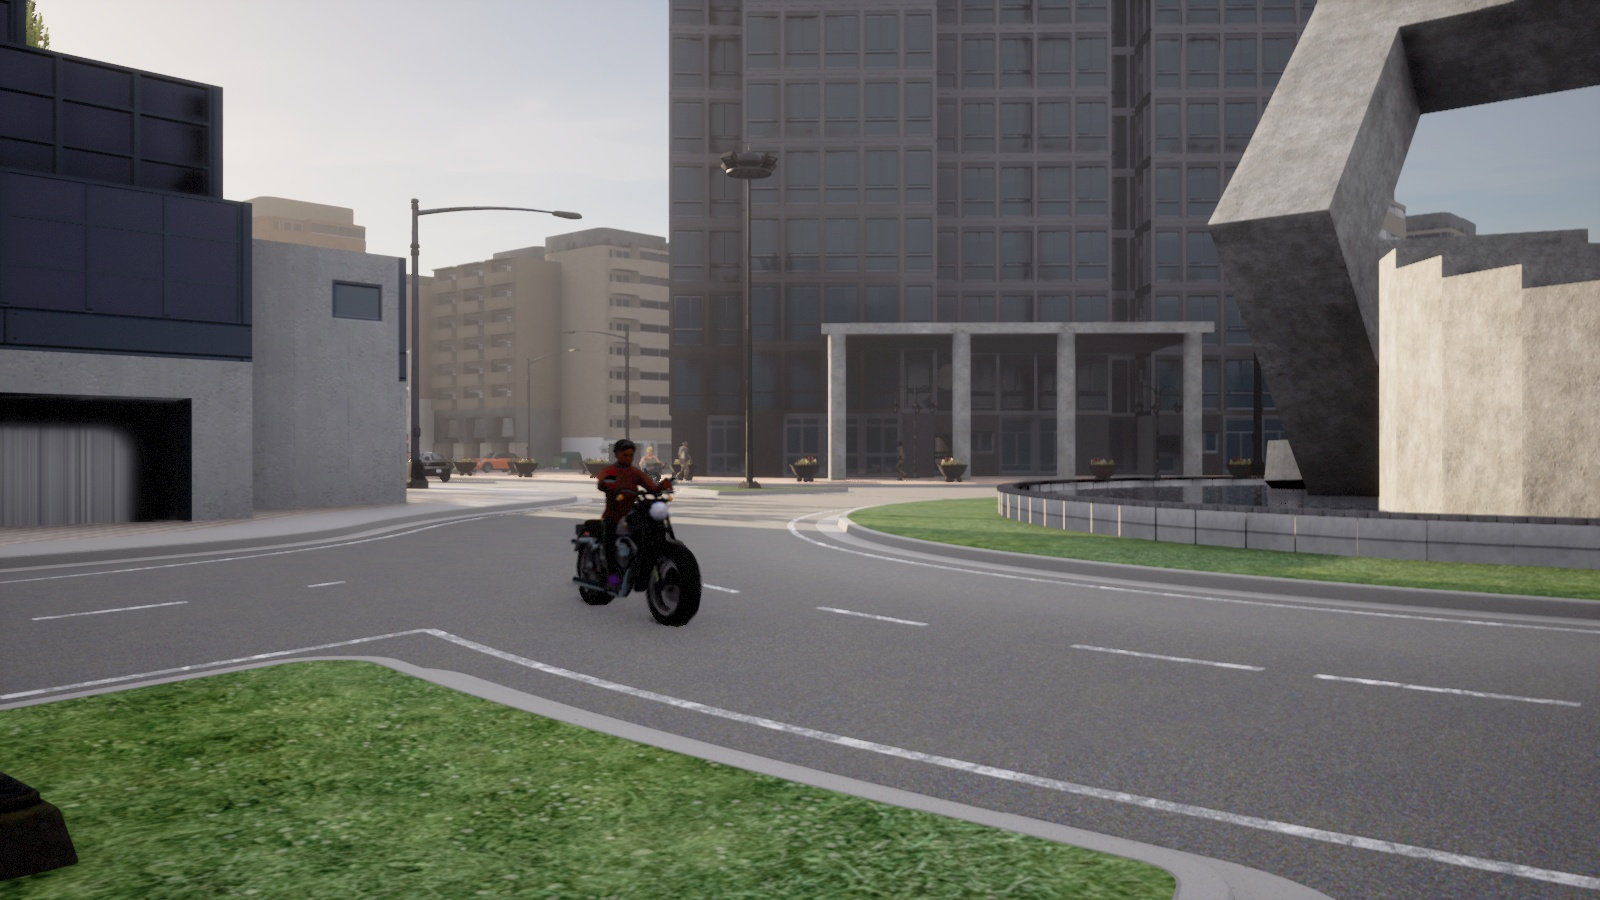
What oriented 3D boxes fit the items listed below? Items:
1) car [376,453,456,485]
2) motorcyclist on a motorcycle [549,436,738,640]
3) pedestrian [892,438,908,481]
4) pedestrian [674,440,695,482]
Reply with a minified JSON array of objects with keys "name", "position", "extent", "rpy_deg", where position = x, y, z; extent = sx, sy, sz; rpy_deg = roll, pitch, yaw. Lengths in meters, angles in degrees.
[{"name":"car","position":[-18.809,0.901,61.465],"extent":[4.193,1.474,1.816],"rpy_deg":[0,0,42]},{"name":"motorcyclist on a motorcycle","position":[-1.476,0.713,11.358],"extent":[0.766,1.649,2.350],"rpy_deg":[0,0,-32]},{"name":"pedestrian","position":[4.526,0.445,56.679],"extent":[0.692,1.930,0.396],"rpy_deg":[0,0,8]},{"name":"pedestrian","position":[-5.043,0.472,54.800],"extent":[0.694,1.848,0.540],"rpy_deg":[0,0,29]}]
